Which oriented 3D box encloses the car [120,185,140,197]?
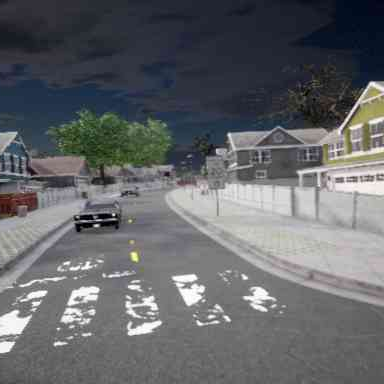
[{"bbox_3d":[-7.518,-0.166,40.682,1.994,1.385,4.181,-3,2,-3],"label":"car"}]

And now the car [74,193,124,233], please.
[{"bbox_3d":[-4.402,1.002,15.991,1.895,1.301,4.718,-3,3,-11],"label":"car"}]
